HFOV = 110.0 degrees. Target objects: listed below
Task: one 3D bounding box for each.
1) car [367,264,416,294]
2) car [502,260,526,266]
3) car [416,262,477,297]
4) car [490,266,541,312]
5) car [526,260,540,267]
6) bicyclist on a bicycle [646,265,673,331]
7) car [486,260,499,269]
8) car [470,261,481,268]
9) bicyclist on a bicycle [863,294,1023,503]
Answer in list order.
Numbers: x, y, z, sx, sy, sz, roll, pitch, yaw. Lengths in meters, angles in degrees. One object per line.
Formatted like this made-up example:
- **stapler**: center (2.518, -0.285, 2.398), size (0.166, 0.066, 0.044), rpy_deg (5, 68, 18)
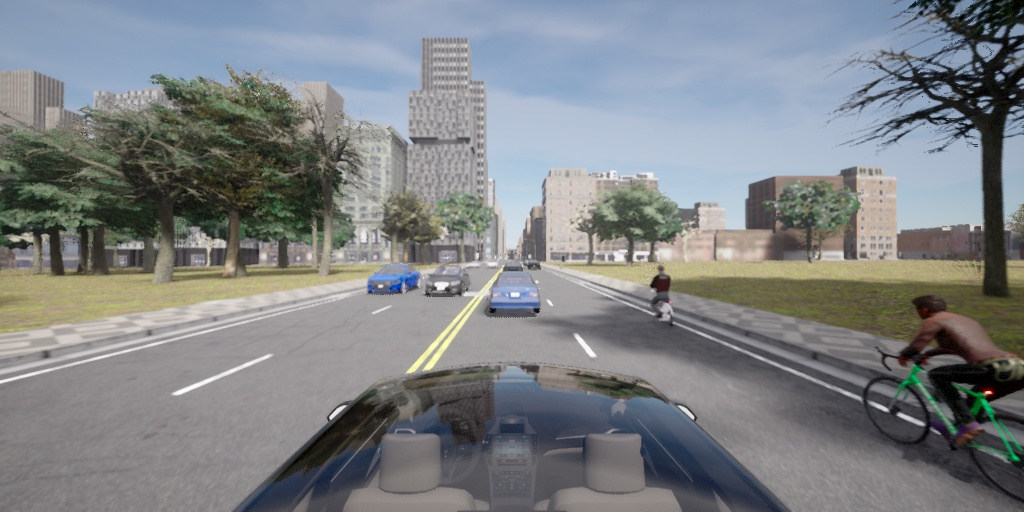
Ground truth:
- **car**: center (-6.597, 1.253, 20.539), size (1.882, 1.535, 5.008), rpy_deg (0, 0, 0)
- **car**: center (0.104, 1.276, 34.047), size (1.882, 1.535, 5.008), rpy_deg (0, 0, 0)
- **car**: center (-3.347, 1.266, 19.385), size (2.128, 1.511, 4.902), rpy_deg (0, 0, 0)
- **car**: center (0.101, 1.314, 14.228), size (2.033, 1.411, 5.357), rpy_deg (0, 0, 0)
- **car**: center (3.358, 1.328, 56.133), size (1.882, 1.535, 5.008), rpy_deg (0, 0, 0)
- **bicyclist on a bicycle**: center (4.145, 1.131, 10.183), size (0.659, 1.776, 1.843), rpy_deg (0, 0, 0)
- **car**: center (-3.279, 1.390, 60.616), size (1.812, 1.442, 4.674), rpy_deg (0, 0, 1)
- **car**: center (-6.522, 1.468, 61.746), size (1.895, 1.301, 4.718), rpy_deg (0, 0, 1)
- **bicyclist on a bicycle**: center (4.144, 1.205, 3.406), size (0.582, 1.620, 1.656), rpy_deg (0, 0, 0)
